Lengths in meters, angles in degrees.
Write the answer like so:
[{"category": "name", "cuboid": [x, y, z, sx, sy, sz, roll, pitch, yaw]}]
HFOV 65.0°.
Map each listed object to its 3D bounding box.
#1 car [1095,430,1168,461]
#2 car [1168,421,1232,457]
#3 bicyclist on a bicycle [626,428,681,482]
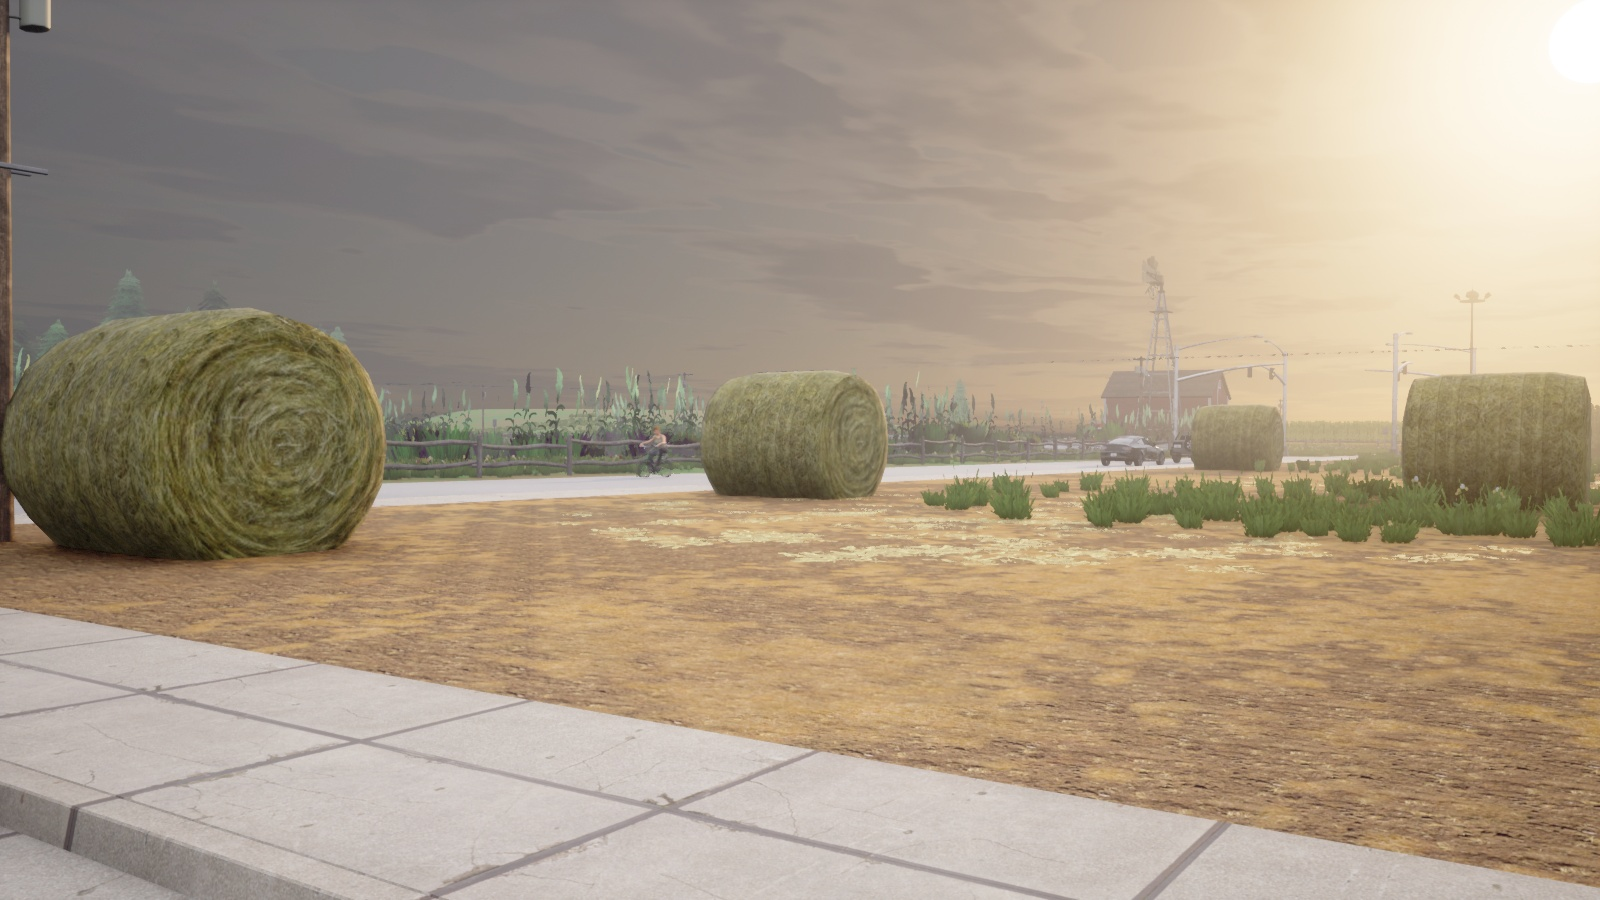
[{"category": "car", "cuboid": [15.937, -0.244, 60.201, 1.812, 1.442, 4.674, 0, 1, 36]}, {"category": "car", "cuboid": [21.696, -0.612, 68.016, 1.932, 1.855, 4.605, 0, 1, 36]}, {"category": "bicyclist on a bicycle", "cuboid": [-4.466, 0.149, 38.411, 0.866, 1.612, 1.509, 0, 1, 37]}]
